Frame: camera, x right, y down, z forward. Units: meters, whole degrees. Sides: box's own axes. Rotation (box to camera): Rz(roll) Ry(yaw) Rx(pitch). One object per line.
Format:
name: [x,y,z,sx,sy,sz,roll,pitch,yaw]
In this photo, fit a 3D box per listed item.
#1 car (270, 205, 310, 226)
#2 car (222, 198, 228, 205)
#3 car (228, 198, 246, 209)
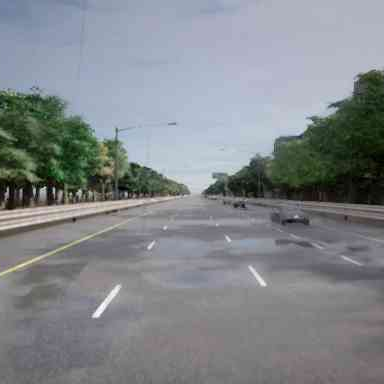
car: [7.027,1.648,24.330,1.994,1.385,4.181,0,0,0]
car: [7.249,1.977,69.394,2.033,1.411,5.357,0,0,0]
car: [7.135,1.795,51.710,1.837,1.490,4.892,0,0,0]
